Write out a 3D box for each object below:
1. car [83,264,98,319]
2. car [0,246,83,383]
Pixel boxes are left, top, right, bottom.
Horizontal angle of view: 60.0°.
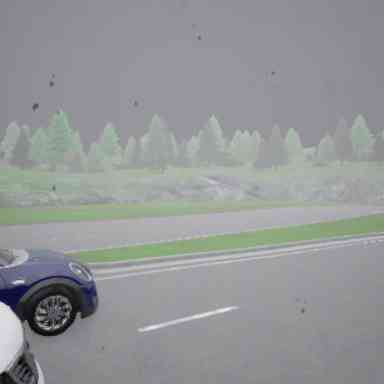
[{"bbox_3d":[-3.867,1.347,5.190,4.553,1.767,2.097,0,0,-34],"label":"car"},{"bbox_3d":[-3.544,1.215,1.205,5.566,2.045,2.150,0,0,-35],"label":"car"}]
